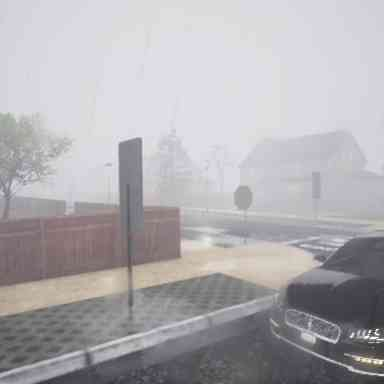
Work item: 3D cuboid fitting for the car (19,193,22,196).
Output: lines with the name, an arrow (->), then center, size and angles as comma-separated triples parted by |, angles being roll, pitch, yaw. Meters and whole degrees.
car -> -42.792, 0.907, 84.910 | 2.033, 1.411, 5.357 | -1, 1, -36

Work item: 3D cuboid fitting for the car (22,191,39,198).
car -> -36.699, 0.725, 76.375 | 2.150, 2.045, 5.566 | -1, 1, -36

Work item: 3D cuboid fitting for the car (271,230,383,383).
car -> 3.343, 1.430, 5.316 | 4.892, 1.490, 1.837 | -1, 1, -35
